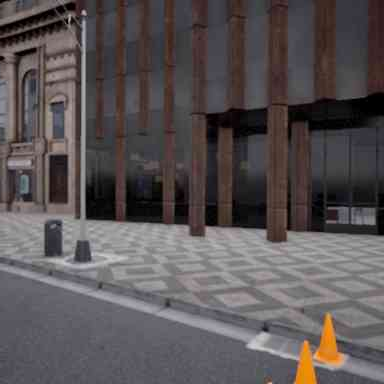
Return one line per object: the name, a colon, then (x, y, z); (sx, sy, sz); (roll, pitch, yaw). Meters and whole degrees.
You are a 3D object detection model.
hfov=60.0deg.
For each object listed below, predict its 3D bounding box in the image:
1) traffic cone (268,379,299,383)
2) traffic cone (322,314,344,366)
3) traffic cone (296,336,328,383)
traffic cone: (0.680, 1.951, 2.874); (0.340, 0.580, 0.340); (0, 0, 36)
traffic cone: (1.843, 1.950, 4.501); (0.340, 0.580, 0.340); (0, 0, 36)
traffic cone: (1.261, 1.951, 3.688); (0.340, 0.580, 0.340); (0, 0, 36)
